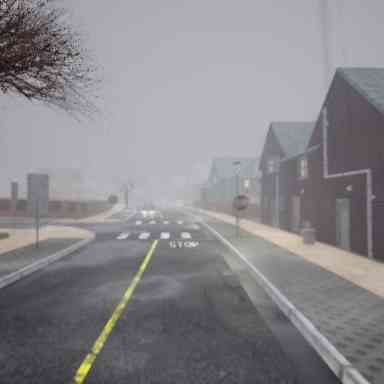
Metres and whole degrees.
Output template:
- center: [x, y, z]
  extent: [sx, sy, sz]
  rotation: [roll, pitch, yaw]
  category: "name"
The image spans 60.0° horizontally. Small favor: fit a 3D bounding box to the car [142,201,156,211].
- center: [-6.954, 2.145, 53.283]
  extent: [2.128, 1.511, 4.902]
  rotation: [0, -1, -9]
  category: "car"
